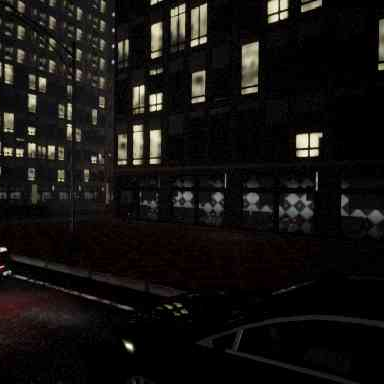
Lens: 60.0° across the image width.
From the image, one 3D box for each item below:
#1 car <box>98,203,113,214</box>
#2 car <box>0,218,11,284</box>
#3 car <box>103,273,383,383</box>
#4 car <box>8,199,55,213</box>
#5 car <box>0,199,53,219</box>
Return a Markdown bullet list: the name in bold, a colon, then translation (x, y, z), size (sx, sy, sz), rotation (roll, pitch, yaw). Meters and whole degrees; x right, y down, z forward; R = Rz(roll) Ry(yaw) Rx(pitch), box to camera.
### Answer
- **car**: translation (-8.870, 1.830, 39.768), size (1.752, 1.417, 4.829), rotation (1, 0, 36)
- **car**: translation (-6.356, 1.487, 8.188), size (4.902, 1.511, 2.128), rotation (0, 0, 36)
- **car**: translation (1.327, 1.491, 2.734), size (4.902, 1.511, 2.128), rotation (0, 0, 35)
- **car**: translation (-19.166, 1.643, 39.915), size (1.752, 1.417, 4.829), rotation (1, 0, 36)
- **car**: translation (-15.654, 1.519, 30.546), size (2.192, 1.841, 5.009), rotation (1, 0, 36)
